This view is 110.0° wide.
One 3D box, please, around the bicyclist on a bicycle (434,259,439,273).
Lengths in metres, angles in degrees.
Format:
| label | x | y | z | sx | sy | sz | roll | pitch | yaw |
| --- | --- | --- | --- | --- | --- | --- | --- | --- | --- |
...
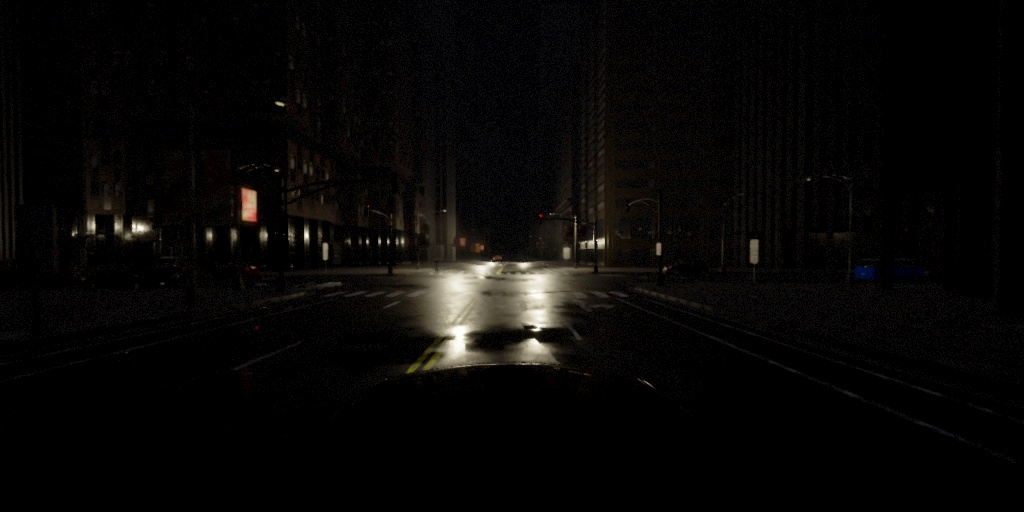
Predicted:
| label | x | y | z | sx | sy | sz | roll | pitch | yaw |
| --- | --- | --- | --- | --- | --- | --- | --- | --- | --- |
| bicyclist on a bicycle | -8.744 | 1.150 | 41.546 | 0.582 | 1.620 | 1.656 | 0 | 0 | 0 |

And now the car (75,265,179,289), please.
| label | x | y | z | sx | sy | sz | roll | pitch | yaw |
| --- | --- | --- | --- | --- | --- | --- | --- | --- | --- |
| car | -24.724 | 1.424 | 23.154 | 4.313 | 1.339 | 1.948 | 0 | 0 | 0 |

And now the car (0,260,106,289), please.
| label | x | y | z | sx | sy | sz | roll | pitch | yaw |
| --- | --- | --- | --- | --- | --- | --- | --- | --- | --- |
| car | -30.150 | 1.192 | 23.152 | 5.009 | 1.841 | 2.192 | 0 | 0 | 0 |

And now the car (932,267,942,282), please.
| label | x | y | z | sx | sy | sz | roll | pitch | yaw |
| --- | --- | --- | --- | --- | --- | --- | --- | --- | --- |
| car | 32.962 | 1.313 | 26.182 | 4.207 | 1.307 | 1.802 | 0 | 0 | 0 |

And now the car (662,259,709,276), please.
| label | x | y | z | sx | sy | sz | roll | pitch | yaw |
| --- | --- | --- | --- | --- | --- | --- | --- | --- | --- |
| car | 16.685 | 1.057 | 34.800 | 4.097 | 1.591 | 1.967 | 0 | 0 | 0 |

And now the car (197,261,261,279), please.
| label | x | y | z | sx | sy | sz | roll | pitch | yaw |
| --- | --- | --- | --- | --- | --- | --- | --- | --- | --- |
| car | -24.725 | 1.167 | 31.678 | 4.097 | 1.591 | 1.967 | 0 | 0 | 0 |

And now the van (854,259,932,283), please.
| label | x | y | z | sx | sy | sz | roll | pitch | yaw |
| --- | --- | --- | --- | --- | --- | --- | --- | --- | --- |
| van | 27.521 | 1.078 | 26.213 | 3.998 | 1.789 | 1.690 | 0 | 0 | 0 |

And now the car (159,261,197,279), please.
| label | x | y | z | sx | sy | sz | roll | pitch | yaw |
| --- | --- | --- | --- | --- | --- | --- | --- | --- | --- |
| car | -30.150 | 1.186 | 31.676 | 4.097 | 1.591 | 1.967 | 0 | 0 | 0 |
